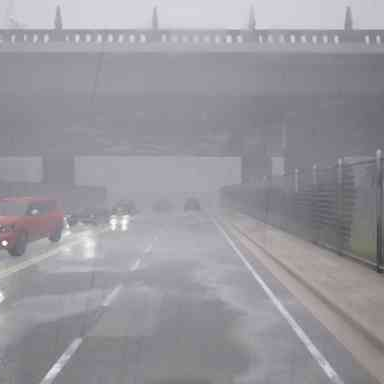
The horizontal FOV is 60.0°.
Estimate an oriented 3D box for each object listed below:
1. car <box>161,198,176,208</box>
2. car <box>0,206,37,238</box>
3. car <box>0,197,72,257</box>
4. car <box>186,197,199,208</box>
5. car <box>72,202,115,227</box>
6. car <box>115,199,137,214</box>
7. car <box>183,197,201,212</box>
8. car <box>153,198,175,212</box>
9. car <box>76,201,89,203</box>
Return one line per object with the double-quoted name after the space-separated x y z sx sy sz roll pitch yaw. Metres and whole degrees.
-3.486 1.620 49.712 1.895 1.301 4.718 0 0 0 "car"
-10.584 1.587 18.466 1.994 1.385 4.181 0 0 0 "car"
-7.089 1.248 13.514 2.150 2.045 5.566 0 0 0 "car"
0.014 1.527 49.705 1.837 1.490 4.892 0 0 0 "car"
-7.069 1.625 23.282 1.895 1.301 4.718 0 0 0 "car"
-7.050 1.511 34.986 2.128 1.511 4.902 0 0 0 "car"
0.010 1.502 39.198 1.882 1.535 5.008 0 0 0 "car"
-3.490 1.586 39.562 1.994 1.385 4.181 0 0 0 "car"
-10.561 1.583 32.097 1.994 1.385 4.181 0 0 0 "car"
